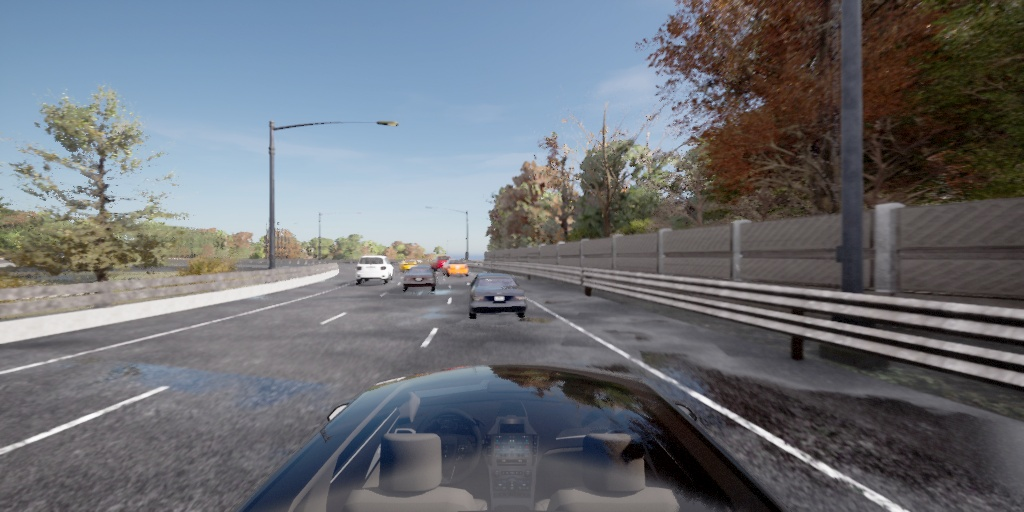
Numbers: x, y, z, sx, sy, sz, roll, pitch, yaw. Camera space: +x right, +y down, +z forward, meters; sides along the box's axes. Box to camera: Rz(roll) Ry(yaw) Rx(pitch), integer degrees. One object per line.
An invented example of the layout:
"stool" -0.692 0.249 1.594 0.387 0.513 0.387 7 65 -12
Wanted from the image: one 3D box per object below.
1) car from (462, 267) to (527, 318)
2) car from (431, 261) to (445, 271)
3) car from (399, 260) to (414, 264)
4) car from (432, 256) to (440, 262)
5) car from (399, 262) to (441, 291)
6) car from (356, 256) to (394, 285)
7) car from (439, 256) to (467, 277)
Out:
"car" -0.656 1.300 13.051 2.033 1.411 5.357 0 0 -6
"car" -10.871 1.390 52.336 1.895 1.301 4.718 0 0 -14
"car" -13.600 1.277 46.810 1.882 1.535 5.008 0 0 -24
"car" -8.936 0.999 46.048 2.150 2.045 5.566 0 -1 -17
"car" -5.600 1.318 22.138 2.033 1.411 5.357 0 0 -11
"car" -10.328 1.009 27.213 2.150 2.045 5.566 0 0 -14
"car" -5.747 1.123 35.903 2.097 1.767 4.553 0 0 -17
